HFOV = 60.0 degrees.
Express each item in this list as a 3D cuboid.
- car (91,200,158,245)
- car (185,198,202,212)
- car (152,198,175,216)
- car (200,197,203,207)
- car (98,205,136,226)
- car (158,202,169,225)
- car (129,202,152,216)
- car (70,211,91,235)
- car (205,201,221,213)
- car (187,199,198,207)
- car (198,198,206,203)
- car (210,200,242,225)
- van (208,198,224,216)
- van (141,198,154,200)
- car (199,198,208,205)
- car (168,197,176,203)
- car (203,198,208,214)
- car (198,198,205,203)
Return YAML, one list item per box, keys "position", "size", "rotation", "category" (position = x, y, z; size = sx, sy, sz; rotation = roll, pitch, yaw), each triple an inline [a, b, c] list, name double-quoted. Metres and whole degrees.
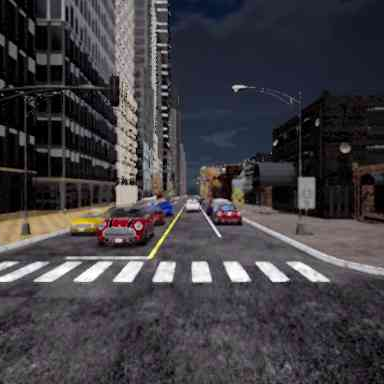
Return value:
- position: [-3.094, 1.479, 16.297]
  size: [2.097, 1.767, 4.553]
  rotation: [0, 0, 0]
  category: "car"
- position: [0.103, 1.876, 44.895]
  size: [1.812, 1.442, 4.674]
  rotation: [0, -1, 0]
  category: "car"
- position: [-2.998, 1.760, 36.134]
  size: [1.882, 1.535, 5.008]
  rotation: [0, 0, 0]
  category: "car"
- position: [2.681, 2.017, 59.593]
  size: [2.008, 1.369, 4.403]
  rotation: [-1, 0, 0]
  category: "car"
- position: [-5.667, 1.767, 25.784]
  size: [1.947, 1.339, 4.313]
  rotation: [-1, 0, 0]
  category: "car"
- position: [-3.089, 1.765, 25.750]
  size: [1.994, 1.385, 4.181]
  rotation: [0, 0, -1]
  category: "car"
- position: [-5.666, 1.855, 37.073]
  size: [1.947, 1.339, 4.313]
  rotation: [-1, 0, 0]
  category: "car"
- position: [-5.838, 1.682, 19.971]
  size: [1.752, 1.417, 4.829]
  rotation: [-1, 0, 0]
  category: "car"
- position: [2.681, 1.915, 42.661]
  size: [1.802, 1.307, 4.206]
  rotation: [-1, 0, 0]
  category: "car"
- position: [0.094, 2.011, 61.971]
  size: [1.812, 1.442, 4.674]
  rotation: [0, -1, 0]
  category: "car"
- position: [2.682, 2.234, 87.813]
  size: [1.887, 1.381, 4.507]
  rotation: [-1, 0, 0]
  category: "car"
- position: [2.678, 1.641, 25.731]
  size: [1.967, 1.590, 4.097]
  rotation: [-1, 0, 0]
  category: "car"
- position: [2.677, 1.586, 31.376]
  size: [1.690, 1.788, 3.998]
  rotation: [-1, 0, 0]
  category: "van"
- position: [-5.670, 1.675, 42.719]
  size: [1.690, 1.788, 3.998]
  rotation: [-1, 0, 0]
  category: "van"
- position: [2.682, 2.166, 76.525]
  size: [1.947, 1.339, 4.313]
  rotation: [-1, 0, 0]
  category: "car"
- position: [-5.666, 2.174, 93.513]
  size: [1.967, 1.590, 4.097]
  rotation: [-1, 0, 0]
  category: "car"
- position: [2.676, 1.604, 37.020]
  size: [2.192, 1.841, 5.009]
  rotation: [-1, 0, 0]
  category: "car"
- position: [2.682, 2.316, 93.457]
  size: [1.802, 1.307, 4.206]
  rotation: [-1, 0, 0]
  category: "car"
